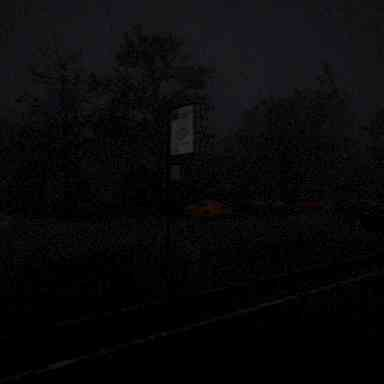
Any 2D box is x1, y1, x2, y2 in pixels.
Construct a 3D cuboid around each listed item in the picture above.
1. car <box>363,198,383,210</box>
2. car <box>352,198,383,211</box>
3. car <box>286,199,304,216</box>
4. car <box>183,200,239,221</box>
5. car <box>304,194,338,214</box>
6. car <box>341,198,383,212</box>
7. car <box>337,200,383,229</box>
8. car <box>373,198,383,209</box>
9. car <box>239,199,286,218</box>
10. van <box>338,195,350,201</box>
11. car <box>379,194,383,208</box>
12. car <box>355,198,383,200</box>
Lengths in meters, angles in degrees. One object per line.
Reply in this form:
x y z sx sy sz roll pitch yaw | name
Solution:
26.143 1.627 44.998 2.163 1.488 4.792 1 0 -35 | car
23.861 1.577 43.402 2.097 1.535 5.008 1 0 -35 | car
7.968 1.487 32.117 2.002 1.452 4.674 0 0 -35 | car
1.156 1.429 27.278 2.097 1.535 5.008 0 0 -35 | car
12.529 1.350 35.313 2.185 1.767 4.553 0 0 -35 | car
21.695 1.553 41.640 1.946 1.575 5.366 1 0 -35 | car
10.976 1.432 18.205 2.231 1.521 4.892 0 0 -35 | car
28.378 1.648 46.660 2.163 1.488 4.792 1 0 -35 | car
5.693 1.437 30.507 2.097 1.535 5.008 0 0 -35 | car
14.711 1.267 37.044 1.878 1.987 4.442 0 0 -35 | van
30.680 1.390 48.229 2.435 2.045 5.566 1 0 -35 | car
13.241 1.185 19.854 2.435 2.045 5.566 0 0 -35 | car
